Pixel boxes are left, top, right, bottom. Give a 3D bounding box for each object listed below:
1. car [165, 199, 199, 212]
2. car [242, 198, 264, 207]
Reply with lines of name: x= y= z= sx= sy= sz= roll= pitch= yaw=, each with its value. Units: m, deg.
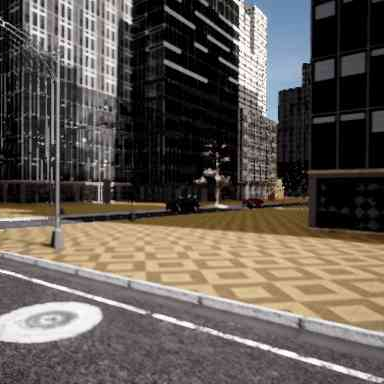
car: x=-1.106 y=1.553 z=39.894 sx=1.882 sy=1.535 sz=5.008 roll=1 pitch=0 yaw=37
car: x=10.086 y=1.680 z=54.746 sx=1.882 sy=1.535 sz=5.008 roll=1 pitch=0 yaw=37
